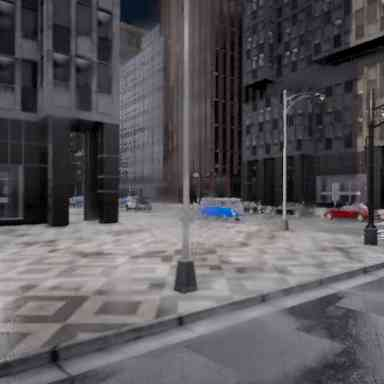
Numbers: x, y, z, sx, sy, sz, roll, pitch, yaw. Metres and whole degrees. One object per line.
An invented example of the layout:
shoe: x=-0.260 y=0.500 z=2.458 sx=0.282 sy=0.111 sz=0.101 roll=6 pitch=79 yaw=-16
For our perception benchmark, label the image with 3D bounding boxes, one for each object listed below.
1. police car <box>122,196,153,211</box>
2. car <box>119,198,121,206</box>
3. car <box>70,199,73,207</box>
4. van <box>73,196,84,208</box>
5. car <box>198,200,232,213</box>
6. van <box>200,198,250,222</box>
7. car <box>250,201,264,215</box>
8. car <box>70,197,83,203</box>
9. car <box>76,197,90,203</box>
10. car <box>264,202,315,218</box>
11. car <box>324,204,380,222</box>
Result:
police car: x=-6.855 y=1.672 z=43.450 sx=2.038 sy=1.542 sz=4.974 roll=0 pitch=-1 yaw=-35
car: x=-13.639 y=1.879 z=63.099 sx=2.008 sy=1.369 sz=4.403 roll=0 pitch=0 yaw=-35
car: x=-20.584 y=1.852 z=58.154 sx=1.947 sy=1.339 sz=4.313 roll=0 pitch=0 yaw=-35
van: x=-17.313 y=1.590 z=53.551 sx=1.690 sy=1.788 sz=3.998 roll=0 pitch=0 yaw=-35
car: x=2.721 y=1.722 z=40.077 sx=1.802 sy=1.307 sz=4.206 roll=0 pitch=0 yaw=-35
van: x=2.320 y=1.362 z=25.923 sx=1.690 sy=1.788 sz=3.998 roll=0 pitch=0 yaw=-35
car: x=5.993 y=1.653 z=35.473 sx=2.008 sy=1.369 sz=4.403 roll=0 pitch=0 yaw=-35
car: x=-29.999 y=2.059 z=86.120 sx=2.008 sy=1.369 sz=4.403 roll=0 pitch=0 yaw=-35
car: x=-26.727 y=2.024 z=81.516 sx=2.008 sy=1.369 sz=4.403 roll=0 pitch=0 yaw=-35
car: x=9.265 y=1.629 z=30.868 sx=1.947 sy=1.339 sz=4.313 roll=0 pitch=0 yaw=-35
car: x=12.537 y=1.605 z=26.263 sx=1.802 sy=1.307 sz=4.206 roll=0 pitch=0 yaw=-35
